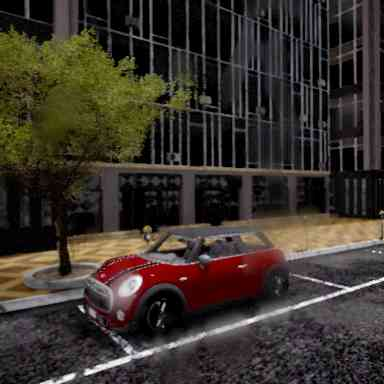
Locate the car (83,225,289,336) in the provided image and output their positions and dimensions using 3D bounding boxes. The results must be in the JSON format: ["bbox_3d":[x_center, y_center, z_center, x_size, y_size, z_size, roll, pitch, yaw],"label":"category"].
[{"bbox_3d":[0.006,1.450,6.593,4.097,1.590,1.967,0,-1,-35],"label":"car"}]
